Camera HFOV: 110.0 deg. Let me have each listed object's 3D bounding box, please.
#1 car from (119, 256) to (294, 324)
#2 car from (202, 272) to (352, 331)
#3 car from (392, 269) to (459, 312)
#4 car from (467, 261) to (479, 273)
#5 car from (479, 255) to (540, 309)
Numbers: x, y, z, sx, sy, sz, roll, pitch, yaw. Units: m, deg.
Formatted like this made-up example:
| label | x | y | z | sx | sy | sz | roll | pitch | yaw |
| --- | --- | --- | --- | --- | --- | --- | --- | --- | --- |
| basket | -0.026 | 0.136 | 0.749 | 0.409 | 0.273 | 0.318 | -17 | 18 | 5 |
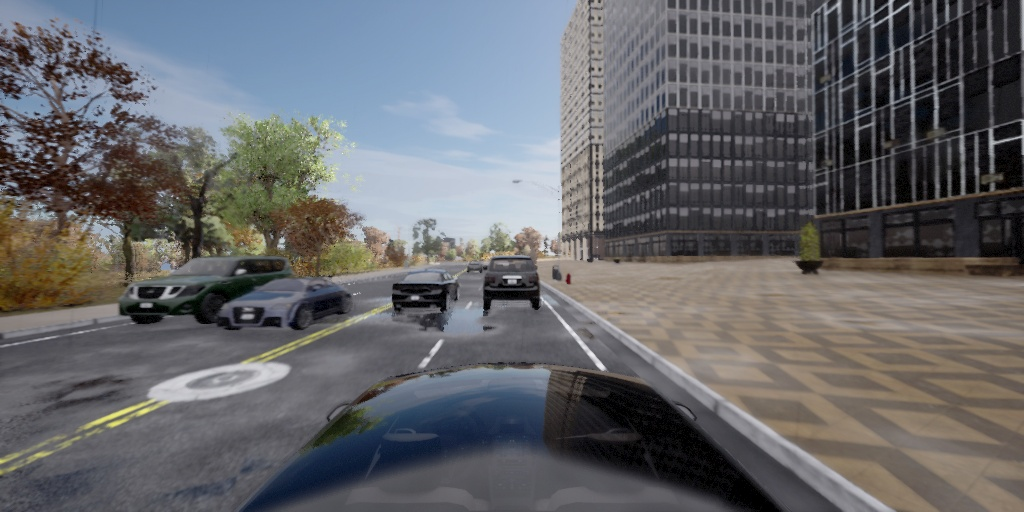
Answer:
| label | x | y | z | sx | sy | sz | roll | pitch | yaw |
| --- | --- | --- | --- | --- | --- | --- | --- | --- | --- |
| car | -9.876 | 1.004 | 12.422 | 2.150 | 2.045 | 5.566 | 0 | -1 | -1 |
| car | -6.622 | 1.337 | 10.973 | 1.994 | 1.385 | 4.181 | 0 | 0 | 0 |
| car | -3.300 | 1.252 | 14.499 | 1.882 | 1.535 | 5.008 | 0 | 0 | -1 |
| car | -4.793 | 1.354 | 46.556 | 2.128 | 1.511 | 4.902 | 0 | 0 | -4 |
| car | -0.059 | 0.994 | 15.295 | 2.150 | 2.045 | 5.566 | 0 | 0 | -1 |
